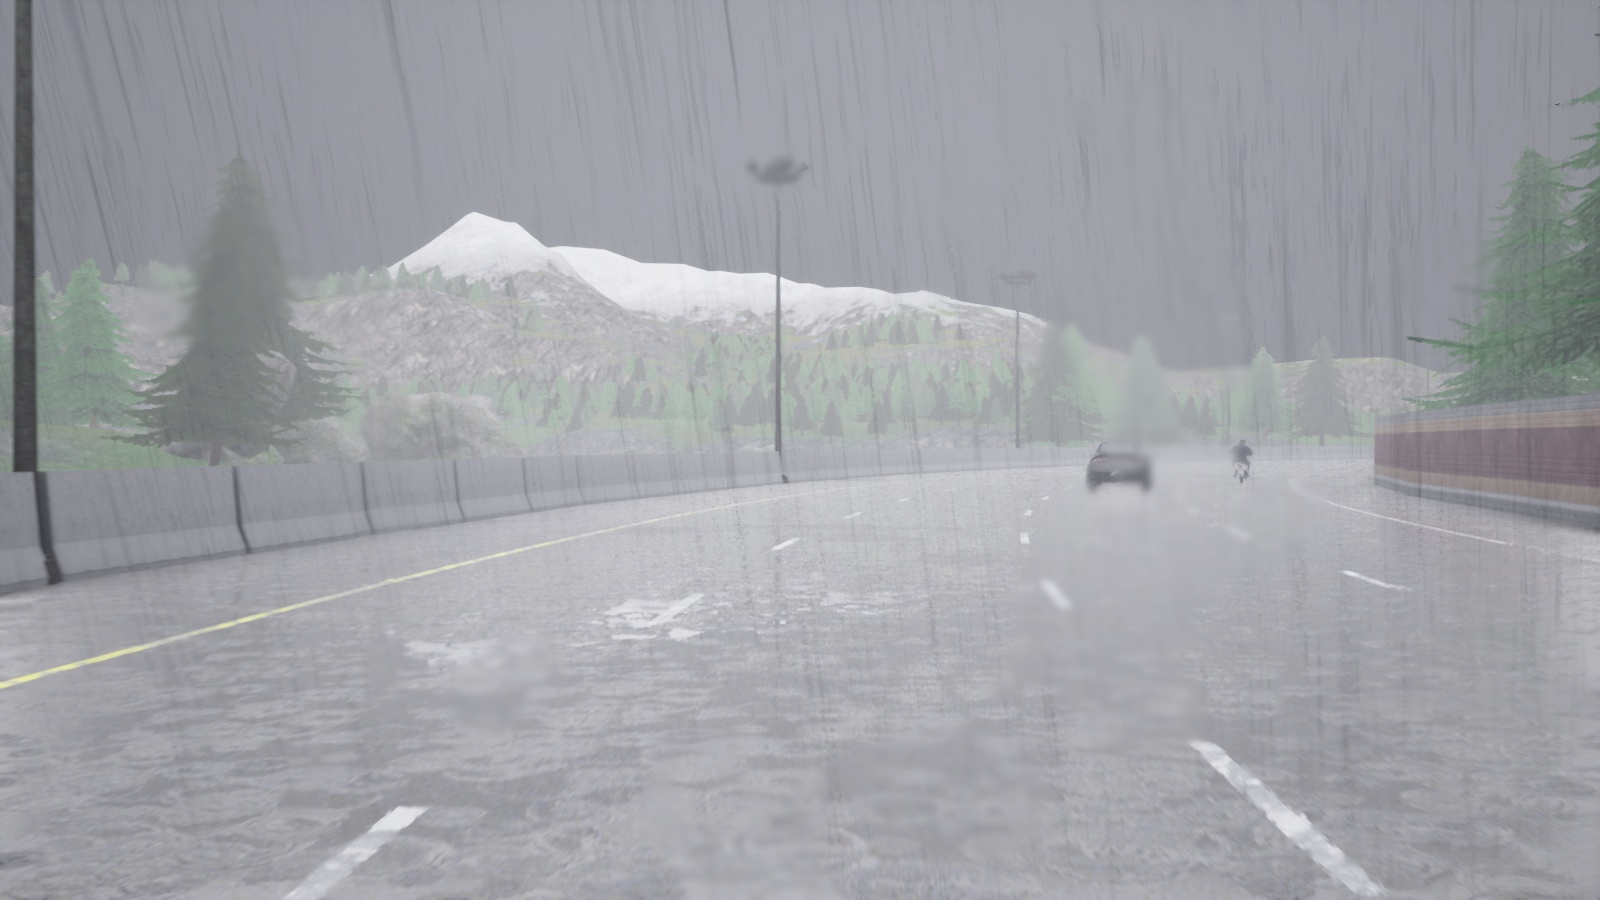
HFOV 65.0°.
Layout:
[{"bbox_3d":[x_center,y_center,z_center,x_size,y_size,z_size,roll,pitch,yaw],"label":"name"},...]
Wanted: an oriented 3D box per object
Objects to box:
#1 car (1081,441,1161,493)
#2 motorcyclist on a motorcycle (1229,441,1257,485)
[{"bbox_3d":[10.179,0.491,39.601,2.128,1.511,4.902,0,0,18],"label":"car"},{"bbox_3d":[16.222,0.459,45.978,0.866,1.590,1.817,1,1,22],"label":"motorcyclist on a motorcycle"}]
